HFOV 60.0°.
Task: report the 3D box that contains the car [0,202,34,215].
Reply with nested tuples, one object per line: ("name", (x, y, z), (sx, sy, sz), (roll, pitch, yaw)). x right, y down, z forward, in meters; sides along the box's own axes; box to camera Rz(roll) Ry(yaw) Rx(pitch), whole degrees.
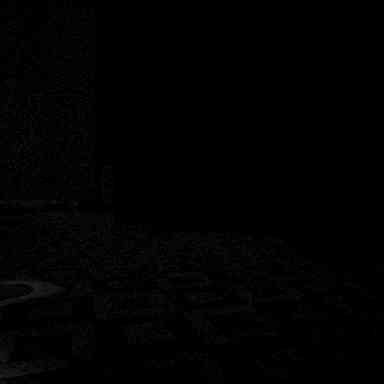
("car", (-19.357, 1.727, 35.415), (1.752, 1.417, 4.829), (-1, -1, 35))

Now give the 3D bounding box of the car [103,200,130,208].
("car", (-13.285, 2.090, 58.611), (2.008, 1.369, 4.403), (-1, -1, 35))

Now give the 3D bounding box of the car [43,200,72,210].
("car", (-19.838, 1.897, 49.422), (1.887, 1.381, 4.507), (-1, -1, 35))

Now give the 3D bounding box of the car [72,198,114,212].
("car", (-12.902, 1.695, 44.472), (2.192, 1.841, 5.009), (-1, -2, 35))

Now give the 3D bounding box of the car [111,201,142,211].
("car", (-9.625, 2.017, 49.061), (1.887, 1.381, 4.507), (-1, -2, 35))
